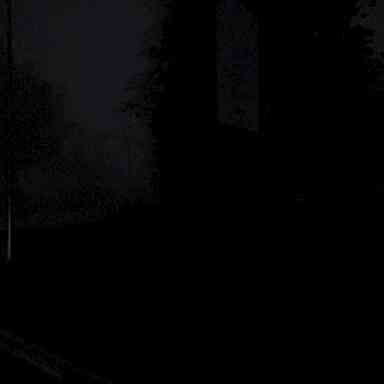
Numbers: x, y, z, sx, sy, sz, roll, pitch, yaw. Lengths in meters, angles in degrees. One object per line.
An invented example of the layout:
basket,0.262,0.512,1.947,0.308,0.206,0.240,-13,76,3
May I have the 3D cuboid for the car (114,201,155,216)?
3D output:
car,-5.974,1.739,35.264,2.128,1.511,4.902,-1,0,38
